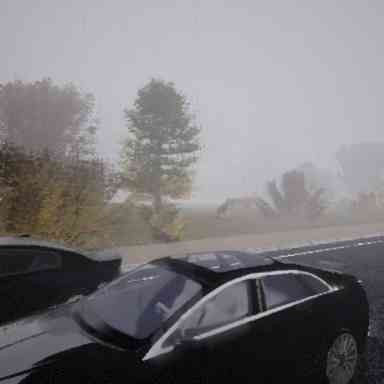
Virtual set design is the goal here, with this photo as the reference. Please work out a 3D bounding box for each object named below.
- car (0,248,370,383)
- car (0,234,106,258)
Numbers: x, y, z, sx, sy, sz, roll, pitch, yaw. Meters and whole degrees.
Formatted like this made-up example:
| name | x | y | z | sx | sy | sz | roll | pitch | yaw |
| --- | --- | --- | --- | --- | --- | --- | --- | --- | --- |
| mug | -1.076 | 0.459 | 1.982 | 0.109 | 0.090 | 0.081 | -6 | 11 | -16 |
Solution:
| name | x | y | z | sx | sy | sz | roll | pitch | yaw |
| --- | --- | --- | --- | --- | --- | --- | --- | --- | --- |
| car | 0.050 | 1.498 | 3.691 | 4.902 | 1.511 | 2.128 | 0 | 0 | -35 |
| car | -3.497 | 1.473 | 5.158 | 5.008 | 1.535 | 1.882 | 0 | 0 | -35 |
